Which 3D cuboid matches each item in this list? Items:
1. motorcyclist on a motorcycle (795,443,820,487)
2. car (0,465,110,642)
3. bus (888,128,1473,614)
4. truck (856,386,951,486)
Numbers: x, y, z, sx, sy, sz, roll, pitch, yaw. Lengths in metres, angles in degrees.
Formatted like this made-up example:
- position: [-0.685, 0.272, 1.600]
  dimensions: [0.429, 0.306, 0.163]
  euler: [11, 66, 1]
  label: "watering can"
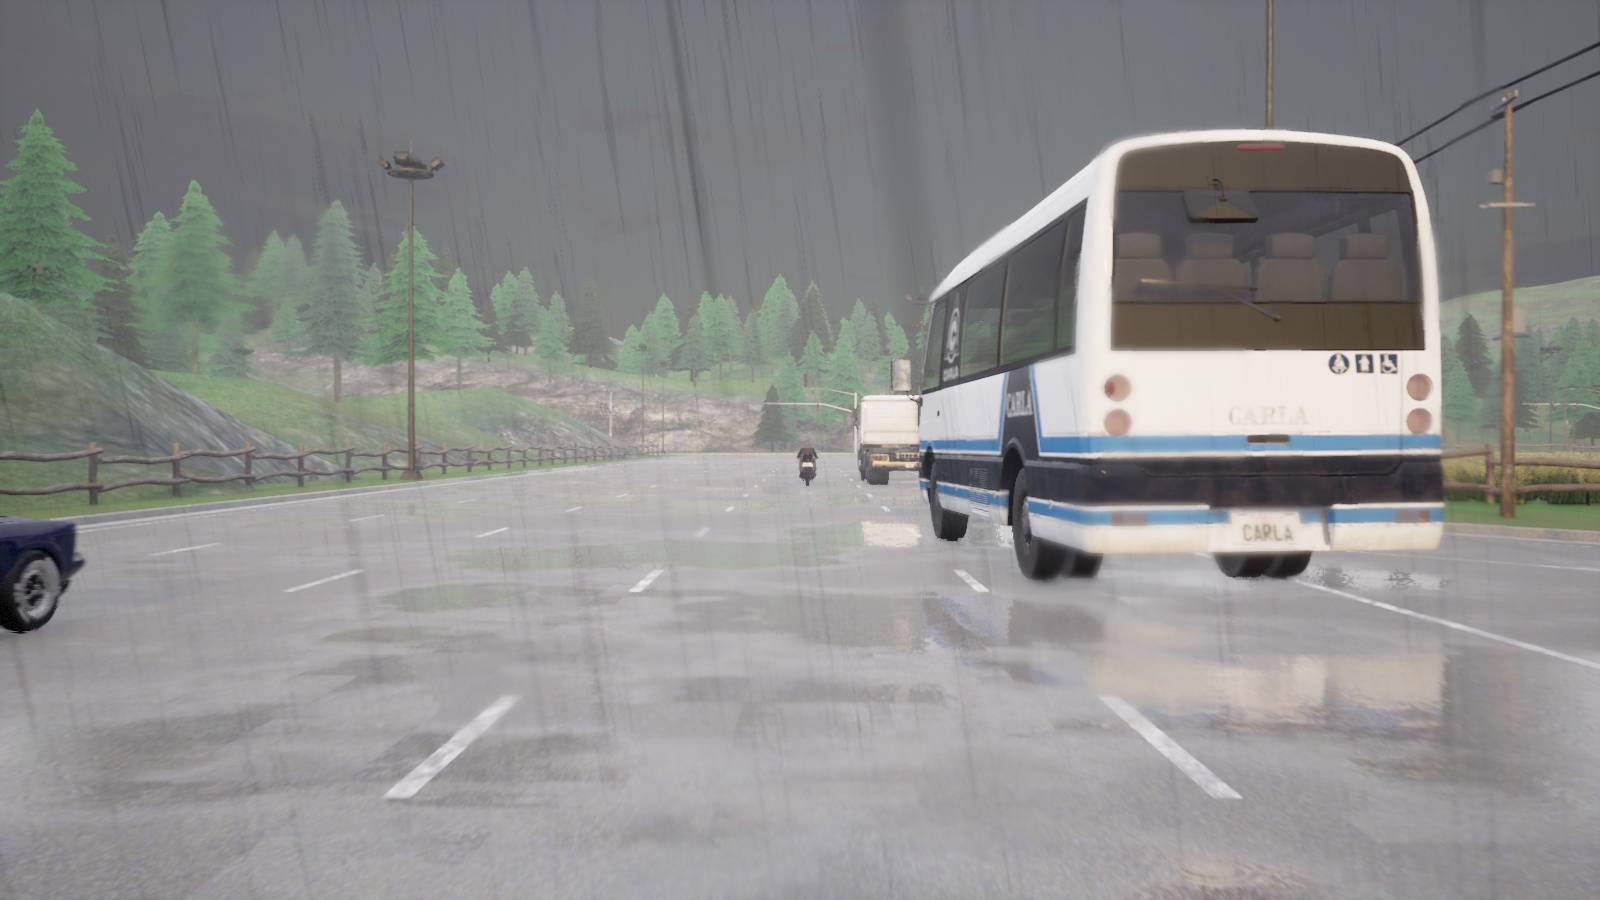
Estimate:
- position: [0.270, 0.522, 44.841]
  dimensions: [0.866, 1.530, 2.191]
  euler: [0, 0, 0]
  label: "motorcyclist on a motorcycle"
- position: [-6.937, 0.792, 8.513]
  dimensions: [1.895, 1.301, 4.718]
  euler: [0, 0, 0]
  label: "car"
- position: [3.756, -0.721, 16.240]
  dimensions: [3.944, 4.253, 10.273]
  euler: [0, 0, -3]
  label: "bus"
- position: [3.780, -0.507, 47.487]
  dimensions: [2.891, 3.462, 7.936]
  euler: [0, 0, 0]
  label: "truck"
